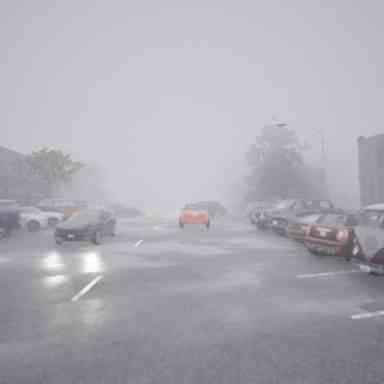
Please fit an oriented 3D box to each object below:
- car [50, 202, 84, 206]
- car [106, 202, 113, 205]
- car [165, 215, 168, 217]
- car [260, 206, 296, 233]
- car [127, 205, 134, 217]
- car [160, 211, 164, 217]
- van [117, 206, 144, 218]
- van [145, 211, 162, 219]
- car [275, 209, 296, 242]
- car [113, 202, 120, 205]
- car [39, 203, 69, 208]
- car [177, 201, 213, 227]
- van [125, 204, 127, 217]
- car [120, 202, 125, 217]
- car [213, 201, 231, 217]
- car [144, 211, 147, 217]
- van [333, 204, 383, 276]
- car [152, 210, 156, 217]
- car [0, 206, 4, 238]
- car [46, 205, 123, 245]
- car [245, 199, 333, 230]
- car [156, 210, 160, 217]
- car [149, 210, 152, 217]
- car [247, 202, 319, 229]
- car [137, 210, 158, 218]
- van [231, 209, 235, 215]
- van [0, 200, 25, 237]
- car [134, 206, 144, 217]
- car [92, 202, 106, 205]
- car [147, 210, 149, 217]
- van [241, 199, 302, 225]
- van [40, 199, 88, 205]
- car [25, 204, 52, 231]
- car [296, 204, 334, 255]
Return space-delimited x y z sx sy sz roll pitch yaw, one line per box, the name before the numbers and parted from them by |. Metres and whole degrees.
car | -11.289 1.799 26.295 4.792 1.488 2.163 0 -1 -20
car | -11.246 2.057 35.068 4.892 1.521 2.231 0 -2 -19
car | -10.272 6.739 93.500 5.008 1.535 2.097 1 -5 -19
car | 6.473 1.670 17.880 4.792 1.488 2.163 1 -1 -20
car | -11.094 2.720 46.742 4.892 1.521 2.231 1 -4 -19
car | -10.526 5.450 81.824 5.566 2.045 2.435 1 -5 -19
van | -10.820 3.452 58.504 4.442 1.987 1.878 1 -5 -19
van | -10.445 6.251 90.557 4.442 1.987 1.878 1 -5 -19
car | 6.426 1.641 14.875 4.674 1.452 2.002 1 -1 -20
car | -11.382 2.188 37.922 5.366 1.575 1.946 0 -3 -19
car | -11.341 1.751 23.361 4.674 1.452 2.002 0 -1 -20
car | 0.195 1.614 24.783 2.097 1.767 4.553 0 -1 0
van | -11.252 2.298 43.802 4.442 1.987 1.878 0 -3 -19
car | -11.183 2.350 40.909 4.892 1.521 2.231 0 -3 -19
car | 2.601 2.184 42.797 2.150 2.045 5.566 -5 -4 29
car | -10.800 3.422 55.579 5.366 1.575 1.946 1 -5 -19
van | 6.304 1.313 8.847 4.442 1.987 1.878 1 0 -20
car | -10.891 4.676 70.066 5.366 1.575 1.946 1 -5 -19
car | -11.390 1.577 14.554 5.008 1.535 2.097 -1 -1 -20
car | -5.049 1.603 16.406 1.882 1.535 5.008 0 -1 0
car | 6.444 1.434 20.847 5.566 2.045 2.435 1 -1 -20
car | -10.598 5.190 75.971 4.892 1.521 2.231 1 -5 -19
car | -11.001 4.173 64.227 5.366 1.575 1.946 1 -5 -19
car | 6.513 1.612 23.865 4.553 1.767 2.185 1 -1 -19
car | -10.586 5.319 78.902 4.553 1.767 2.185 1 -6 -19
van | 7.041 4.675 72.576 4.442 1.987 1.878 2 -5 -19
van | -11.482 1.391 17.451 4.442 1.987 1.878 -1 -1 -20
car | -10.998 2.922 52.623 5.566 2.045 2.435 1 -5 -19
car | -11.275 1.941 32.143 5.008 1.535 2.097 0 -2 -20
car | -10.904 3.955 61.350 4.792 1.488 2.163 1 -5 -19
van | 6.392 1.571 26.810 4.442 1.987 1.878 1 -2 -19
van | -11.407 1.620 29.181 4.442 1.987 1.878 0 -1 -20
car | -11.358 1.701 20.423 4.674 1.452 2.002 -1 -1 -20
car | 6.390 1.442 11.877 4.553 1.767 2.185 1 -1 -20
